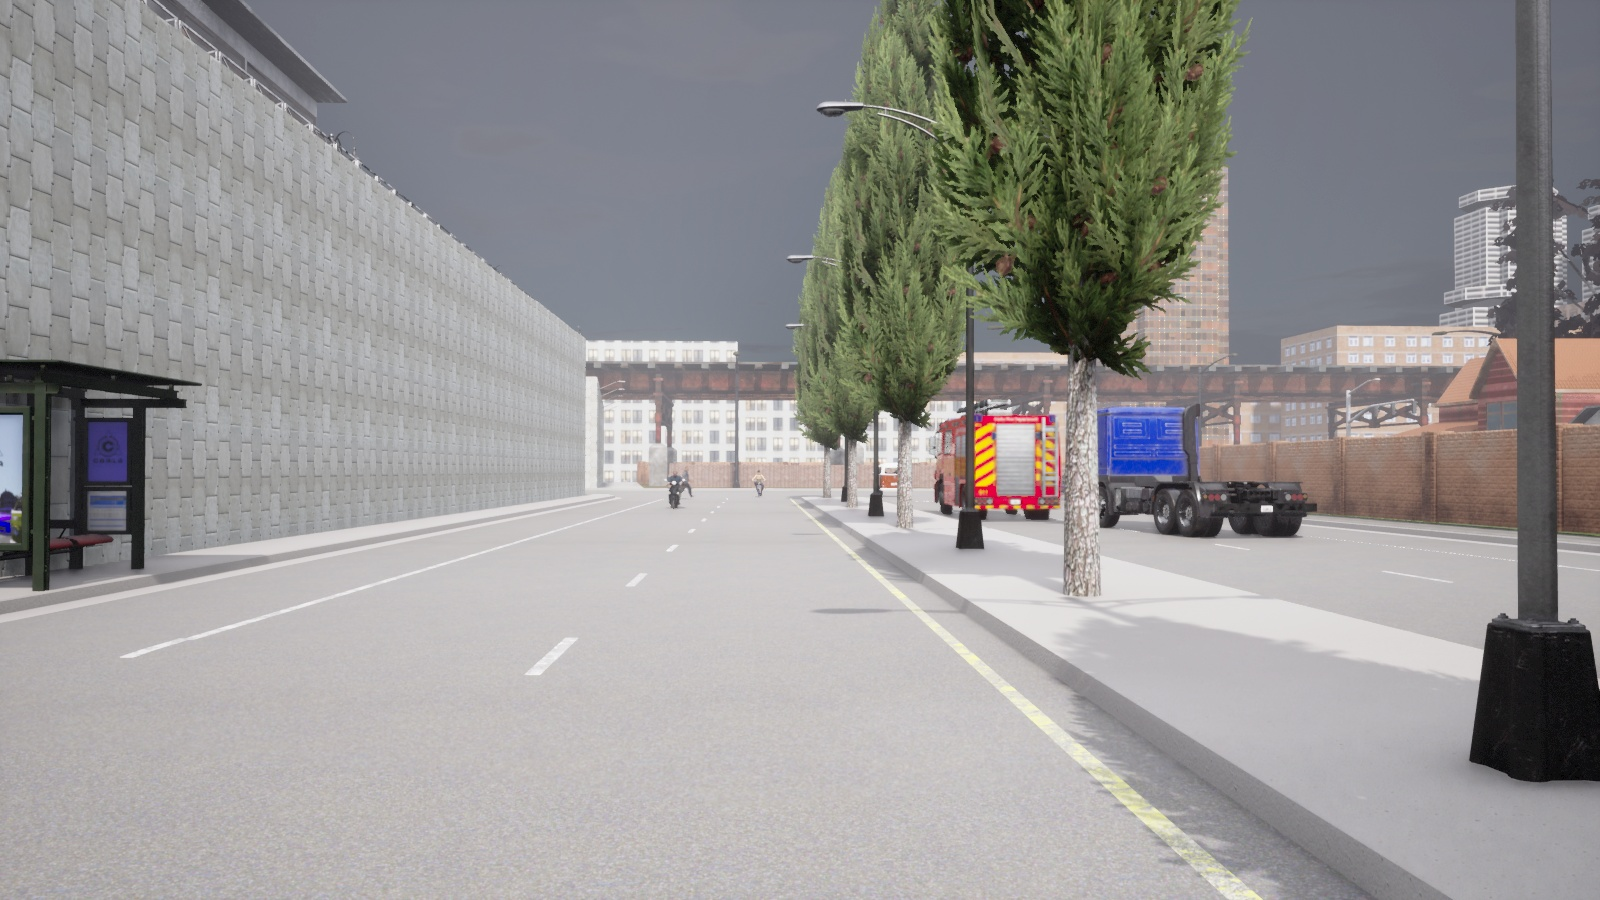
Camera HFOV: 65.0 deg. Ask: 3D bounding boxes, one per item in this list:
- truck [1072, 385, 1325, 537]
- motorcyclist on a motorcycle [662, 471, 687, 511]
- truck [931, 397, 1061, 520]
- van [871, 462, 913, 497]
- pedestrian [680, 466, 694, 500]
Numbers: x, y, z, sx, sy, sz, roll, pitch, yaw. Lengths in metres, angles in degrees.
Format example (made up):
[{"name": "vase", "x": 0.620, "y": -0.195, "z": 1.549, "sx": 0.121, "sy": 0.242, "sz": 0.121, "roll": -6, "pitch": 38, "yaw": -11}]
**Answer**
[{"name": "truck", "x": 10.040, "y": 0.320, "z": 32.797, "sx": 2.891, "sy": 3.462, "sz": 7.936, "roll": 0, "pitch": -1, "yaw": -10}, {"name": "motorcyclist on a motorcycle", "x": -5.126, "y": 1.666, "z": 51.540, "sx": 0.866, "sy": 1.590, "sz": 1.817, "roll": 0, "pitch": -1, "yaw": -1}, {"name": "truck", "x": 6.586, "y": 0.340, "z": 43.606, "sx": 2.891, "sy": 3.827, "sz": 8.468, "roll": 0, "pitch": -1, "yaw": -2}, {"name": "van", "x": 5.544, "y": 1.774, "z": 76.168, "sx": 2.069, "sy": 2.038, "sz": 4.480, "roll": 0, "pitch": -1, "yaw": -1}, {"name": "pedestrian", "x": -6.157, "y": 1.785, "z": 68.367, "sx": 0.694, "sy": 1.848, "sz": 0.540, "roll": 0, "pitch": -1, "yaw": -2}]
